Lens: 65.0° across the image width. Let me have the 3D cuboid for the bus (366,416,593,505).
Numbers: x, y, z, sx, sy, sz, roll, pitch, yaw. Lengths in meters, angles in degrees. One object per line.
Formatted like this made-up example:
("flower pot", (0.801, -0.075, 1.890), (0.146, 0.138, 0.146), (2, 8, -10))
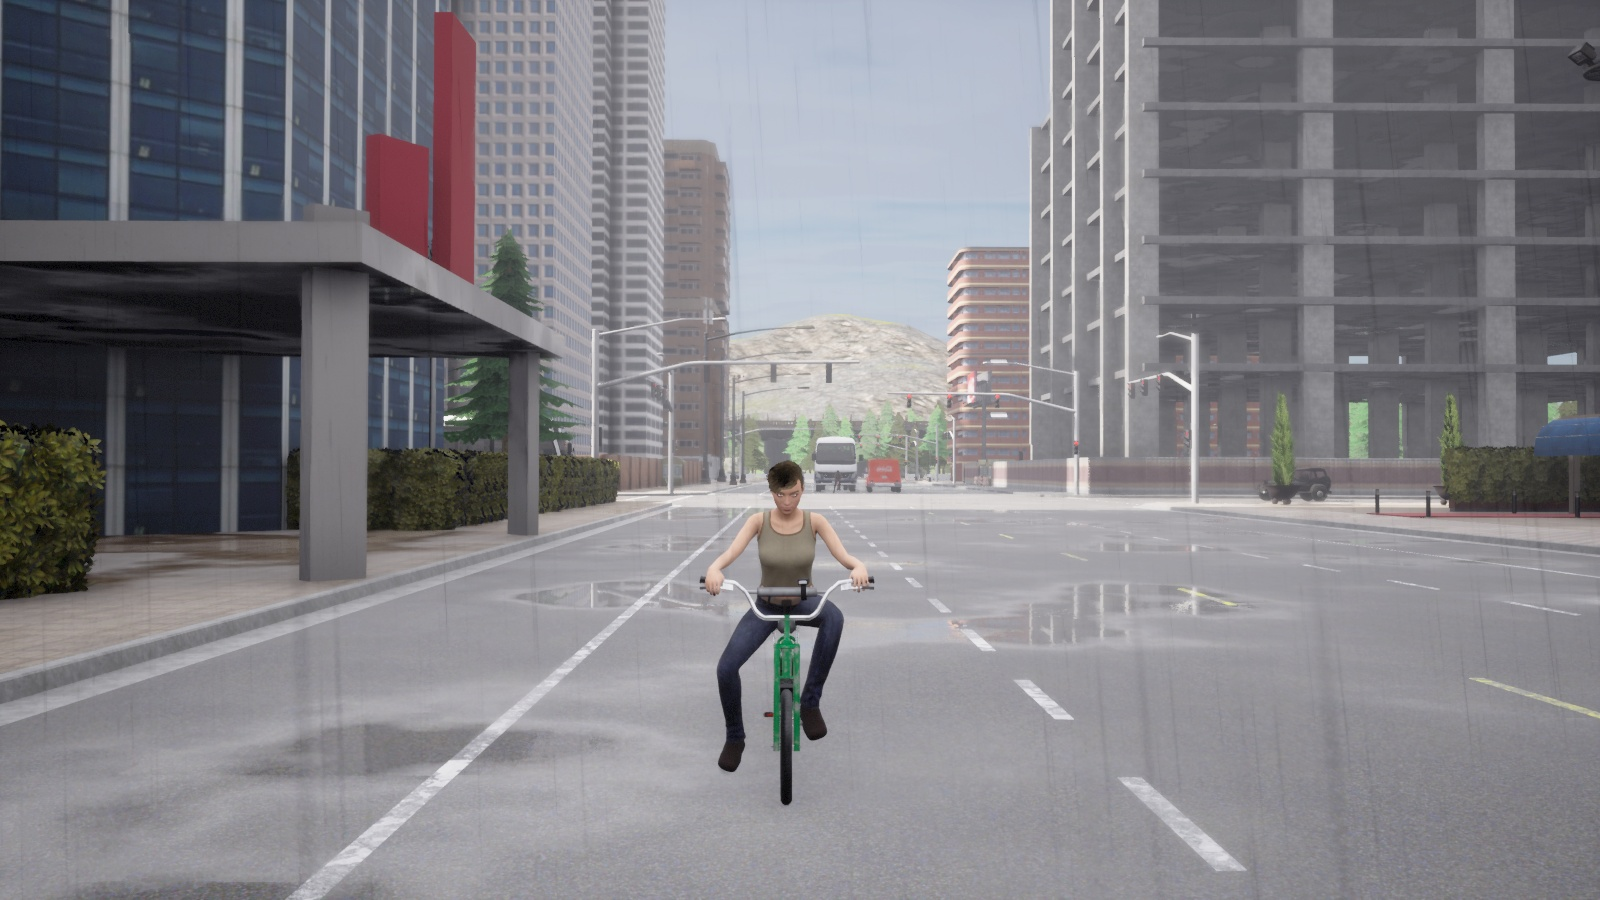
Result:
("bus", (-15.772, 0.549, 62.540), (10.273, 4.253, 3.944), (0, -1, 0))

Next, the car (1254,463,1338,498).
("car", (27.429, 1.666, 69.556), (3.866, 1.878, 1.905), (0, -1, 0))

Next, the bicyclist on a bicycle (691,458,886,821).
("bicyclist on a bicycle", (-0.061, 0.858, 6.372), (0.866, 1.612, 1.509), (0, -1, -1))

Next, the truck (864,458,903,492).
("truck", (6.239, 1.885, 94.453), (2.627, 2.467, 5.204), (0, -1, 0))
